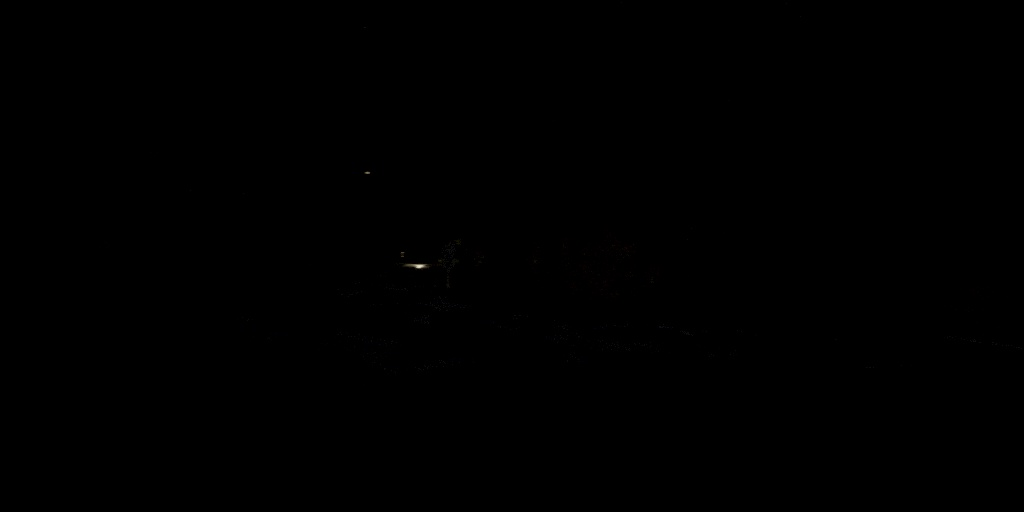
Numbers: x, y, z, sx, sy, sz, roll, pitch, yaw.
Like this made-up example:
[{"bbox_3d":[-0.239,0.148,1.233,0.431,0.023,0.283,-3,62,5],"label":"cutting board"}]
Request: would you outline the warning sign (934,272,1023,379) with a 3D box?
[{"bbox_3d":[9.420,1.345,7.150,1.060,1.860,1.300,0,0,-14],"label":"warning sign"}]
